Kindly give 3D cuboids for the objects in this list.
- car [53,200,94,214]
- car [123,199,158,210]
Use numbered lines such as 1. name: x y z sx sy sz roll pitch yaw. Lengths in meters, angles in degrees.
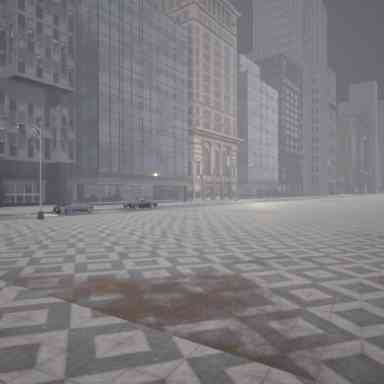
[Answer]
1. car: -12.460 1.576 35.163 1.994 1.385 4.181 0 0 37
2. car: -6.688 1.599 43.272 1.895 1.301 4.718 0 0 36
